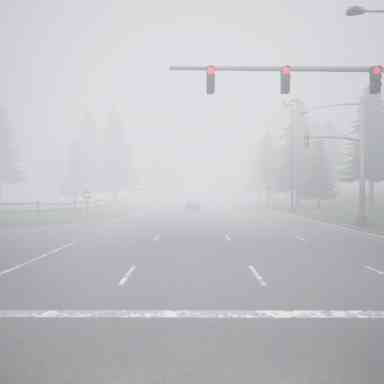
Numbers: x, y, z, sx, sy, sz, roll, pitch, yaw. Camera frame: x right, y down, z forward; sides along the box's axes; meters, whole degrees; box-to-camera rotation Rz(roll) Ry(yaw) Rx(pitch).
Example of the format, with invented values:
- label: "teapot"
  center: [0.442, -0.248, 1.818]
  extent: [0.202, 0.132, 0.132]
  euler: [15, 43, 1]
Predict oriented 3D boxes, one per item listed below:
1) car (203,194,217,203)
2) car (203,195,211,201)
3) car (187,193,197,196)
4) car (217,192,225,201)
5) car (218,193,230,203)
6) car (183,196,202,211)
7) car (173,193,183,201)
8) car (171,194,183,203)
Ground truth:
- label: "car"
  center: [3.578, 1.517, 70.357]
  extent: [2.128, 1.511, 4.902]
  euler: [0, 0, 0]
- label: "car"
  center: [3.590, 1.428, 80.807]
  extent: [1.895, 1.301, 4.718]
  euler: [0, 0, 0]
- label: "car"
  center: [0.079, 1.545, 70.778]
  extent: [1.994, 1.385, 4.181]
  euler: [0, 0, 0]
- label: "car"
  center: [7.090, 1.058, 80.803]
  extent: [2.150, 2.045, 5.566]
  euler: [0, 0, 0]
- label: "car"
  center: [7.079, 1.517, 70.770]
  extent: [1.812, 1.442, 4.674]
  euler: [0, 0, 0]
- label: "car"
  center: [0.044, 1.526, 39.748]
  extent: [1.812, 1.442, 4.674]
  euler: [0, 0, 0]
- label: "car"
  center: [-3.410, 1.188, 80.755]
  extent: [2.097, 1.767, 4.553]
  euler: [0, 0, 0]
- label: "car"
  center: [-3.422, 1.531, 70.365]
  extent: [2.033, 1.411, 5.357]
  euler: [0, 0, 0]
